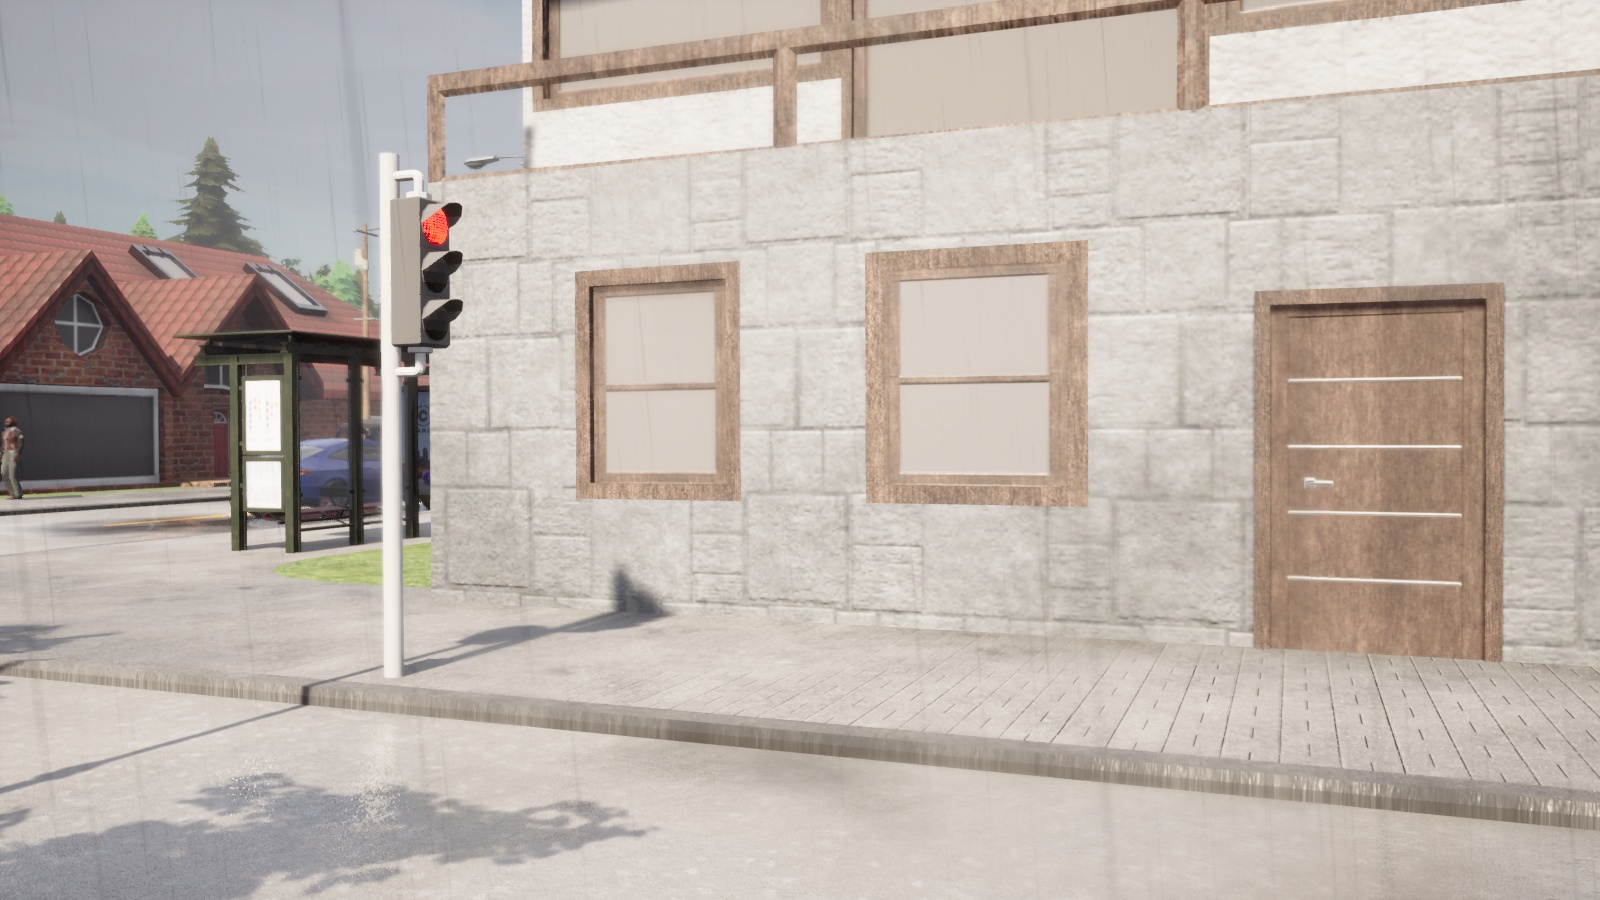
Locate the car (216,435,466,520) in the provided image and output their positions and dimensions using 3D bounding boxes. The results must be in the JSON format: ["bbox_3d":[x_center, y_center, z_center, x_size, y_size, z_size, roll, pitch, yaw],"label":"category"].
[{"bbox_3d":[-8.572,0.436,23.966,1.812,1.442,4.674,1,1,22],"label":"car"}]

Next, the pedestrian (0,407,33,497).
[{"bbox_3d":[-17.077,0.036,27.223,0.402,1.930,0.666,1,1,22],"label":"pedestrian"}]
